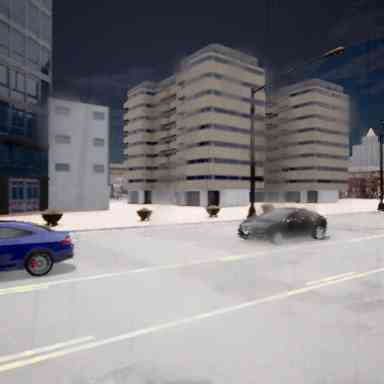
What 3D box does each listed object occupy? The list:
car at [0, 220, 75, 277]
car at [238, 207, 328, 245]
[{"bbox_3d":[-5.526,1.488,8.707,4.674,1.442,1.812,0,0,-33],"label":"car"},{"bbox_3d":[4.278,1.482,15.389,4.892,1.490,1.837,0,0,-34],"label":"car"}]
